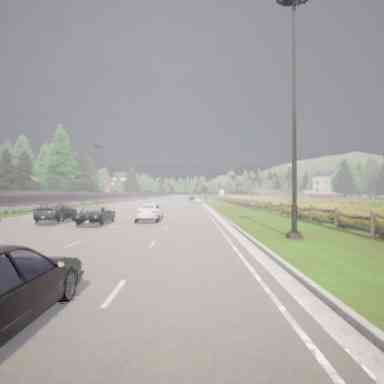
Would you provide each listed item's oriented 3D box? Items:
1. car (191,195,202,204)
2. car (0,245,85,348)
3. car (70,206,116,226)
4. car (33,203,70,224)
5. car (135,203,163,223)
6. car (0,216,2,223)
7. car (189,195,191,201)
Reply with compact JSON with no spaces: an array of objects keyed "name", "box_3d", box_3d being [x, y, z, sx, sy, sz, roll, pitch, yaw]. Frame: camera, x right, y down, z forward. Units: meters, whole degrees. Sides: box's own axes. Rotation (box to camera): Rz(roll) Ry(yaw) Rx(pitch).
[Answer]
[{"name":"car","box_3d":[1.238,1.764,71.349,1.812,1.442,4.674,0,0,0]},{"name":"car","box_3d":[-3.398,1.565,5.237,2.033,1.411,5.357,0,0,0]},{"name":"car","box_3d":[-6.896,1.681,24.102,1.895,1.301,4.718,0,0,0]},{"name":"car","box_3d":[-10.395,1.577,25.611,2.128,1.511,4.902,0,0,0]},{"name":"car","box_3d":[-3.408,1.615,26.683,1.812,1.442,4.674,0,0,0]},{"name":"car","box_3d":[-13.895,1.615,20.260,2.033,1.411,5.357,0,0,0]},{"name":"car","box_3d":[0.016,1.688,91.576,1.882,1.535,5.008,0,0,0]}]
